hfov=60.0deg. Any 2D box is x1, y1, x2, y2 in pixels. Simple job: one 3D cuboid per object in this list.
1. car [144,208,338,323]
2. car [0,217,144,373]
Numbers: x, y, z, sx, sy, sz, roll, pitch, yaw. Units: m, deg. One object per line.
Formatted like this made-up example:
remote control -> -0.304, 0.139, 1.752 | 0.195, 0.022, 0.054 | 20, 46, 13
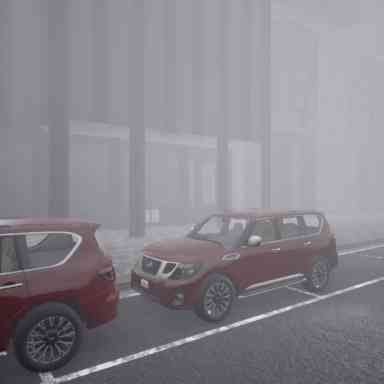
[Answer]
car -> 1.204, 1.314, 7.389 | 5.009, 1.841, 2.192 | 0, 0, -35
car -> -3.388, 1.315, 4.114 | 5.009, 1.841, 2.192 | 0, 0, -35
